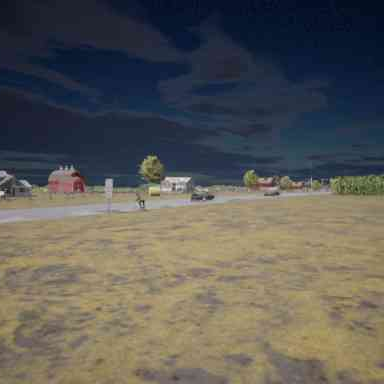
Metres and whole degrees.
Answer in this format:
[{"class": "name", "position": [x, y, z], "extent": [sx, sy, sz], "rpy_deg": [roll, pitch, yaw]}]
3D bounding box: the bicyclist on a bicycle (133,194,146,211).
[{"class": "bicyclist on a bicycle", "position": [-4.902, 0.995, 31.130], "extent": [1.656, 1.620, 0.582], "rpy_deg": [0, 1, 35]}]

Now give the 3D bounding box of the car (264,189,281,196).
[{"class": "car", "position": [16.445, 0.153, 67.869], "extent": [2.033, 1.411, 5.357], "rpy_deg": [1, 2, 35]}]

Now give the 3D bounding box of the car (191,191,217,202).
[{"class": "car", "position": [1.717, 0.594, 47.160], "extent": [1.837, 1.490, 4.892], "rpy_deg": [1, 2, 35]}]
